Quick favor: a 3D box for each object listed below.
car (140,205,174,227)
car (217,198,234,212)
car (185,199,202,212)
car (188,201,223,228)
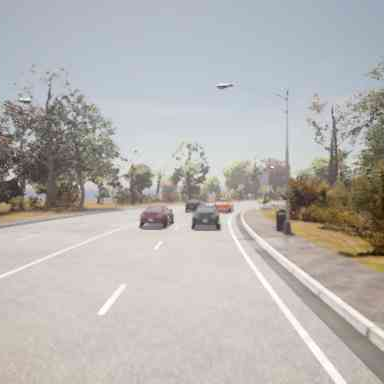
[{"bbox_3d":[-2.423,1.629,23.578,1.812,1.442,4.674,0,0,5],"label":"car"},{"bbox_3d":[3.983,1.544,41.189,2.097,1.767,4.553,0,0,13],"label":"car"},{"bbox_3d":[0.538,1.665,41.899,1.882,1.535,5.008,0,0,13],"label":"car"},{"bbox_3d":[1.021,1.629,22.875,1.812,1.442,4.674,0,0,5],"label":"car"}]
